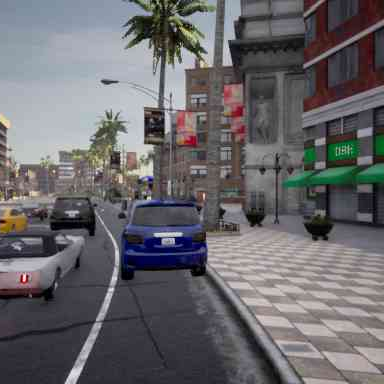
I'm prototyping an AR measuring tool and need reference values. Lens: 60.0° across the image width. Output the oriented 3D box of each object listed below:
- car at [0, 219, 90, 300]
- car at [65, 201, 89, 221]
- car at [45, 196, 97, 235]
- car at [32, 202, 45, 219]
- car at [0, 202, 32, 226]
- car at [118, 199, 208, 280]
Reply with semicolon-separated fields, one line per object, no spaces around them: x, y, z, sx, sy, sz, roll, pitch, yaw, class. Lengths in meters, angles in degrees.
-3.945;1.598;8.180;1.895;1.301;4.718;0;0;-8;car
-9.592;1.517;27.914;1.812;1.442;4.674;0;0;-18;car
-6.516;1.217;18.506;2.150;2.045;5.566;0;0;-17;car
-12.782;1.514;26.745;1.812;1.442;4.674;0;0;-18;car
-9.556;1.469;16.527;1.882;1.535;5.008;0;0;-16;car
-1.055;1.218;10.220;2.150;2.045;5.566;0;0;-11;car
